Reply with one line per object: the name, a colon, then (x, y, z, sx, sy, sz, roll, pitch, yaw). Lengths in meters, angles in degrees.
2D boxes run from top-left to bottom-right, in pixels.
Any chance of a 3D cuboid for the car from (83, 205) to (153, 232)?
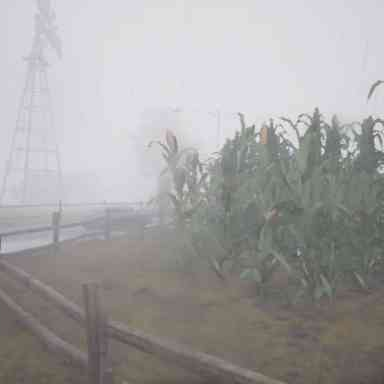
car: (-4.166, 1.430, 19.169, 1.994, 1.385, 4.181, 2, 1, 35)
